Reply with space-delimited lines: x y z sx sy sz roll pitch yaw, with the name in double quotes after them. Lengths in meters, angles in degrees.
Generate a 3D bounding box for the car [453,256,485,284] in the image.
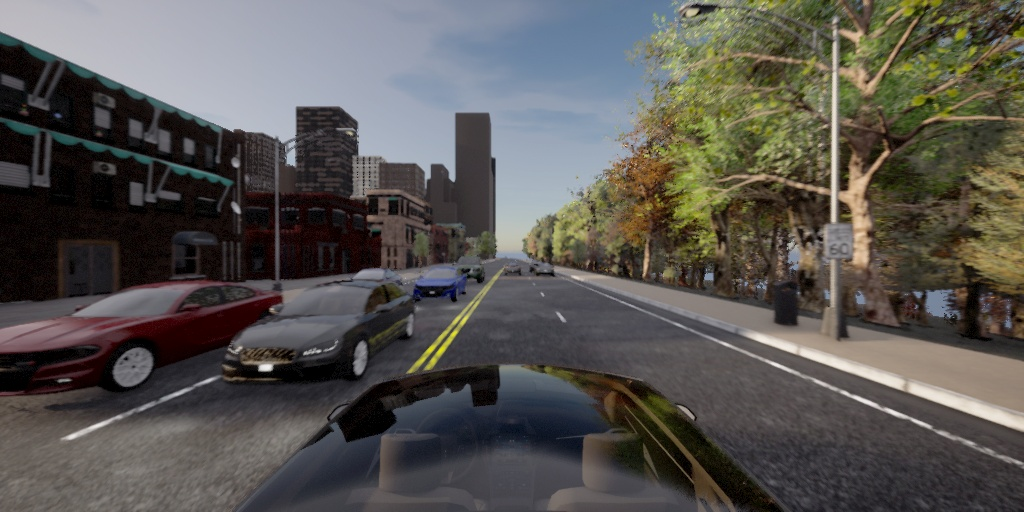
-3.335 1.051 28.515 2.150 2.045 5.566 0 0 0 "car"

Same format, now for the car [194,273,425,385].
-3.349 1.271 7.302 1.837 1.490 4.892 0 0 0 "car"

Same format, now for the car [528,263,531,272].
3.264 1.388 48.286 1.837 1.490 4.892 0 0 0 "car"

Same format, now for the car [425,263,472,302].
-3.348 1.273 17.583 1.882 1.535 5.008 0 0 0 "car"

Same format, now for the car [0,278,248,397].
-6.604 1.243 6.958 1.882 1.535 5.008 0 0 -1 "car"

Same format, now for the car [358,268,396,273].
-6.596 1.320 17.232 1.812 1.442 4.674 0 0 0 "car"

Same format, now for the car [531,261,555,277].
3.347 1.417 37.580 1.994 1.385 4.181 0 0 1 "car"

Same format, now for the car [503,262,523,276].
0.101 1.348 39.005 2.128 1.511 4.902 0 0 0 "car"
